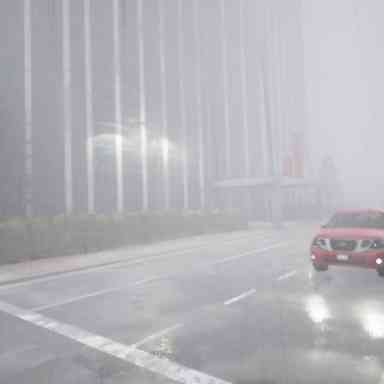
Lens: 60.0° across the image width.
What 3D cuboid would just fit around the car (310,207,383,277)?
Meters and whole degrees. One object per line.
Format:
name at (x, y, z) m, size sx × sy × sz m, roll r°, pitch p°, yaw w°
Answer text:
car at (6.055, 1.576, 11.828) m, size 2.150 × 2.045 × 5.566 m, roll -4°, pitch -3°, yaw 38°
